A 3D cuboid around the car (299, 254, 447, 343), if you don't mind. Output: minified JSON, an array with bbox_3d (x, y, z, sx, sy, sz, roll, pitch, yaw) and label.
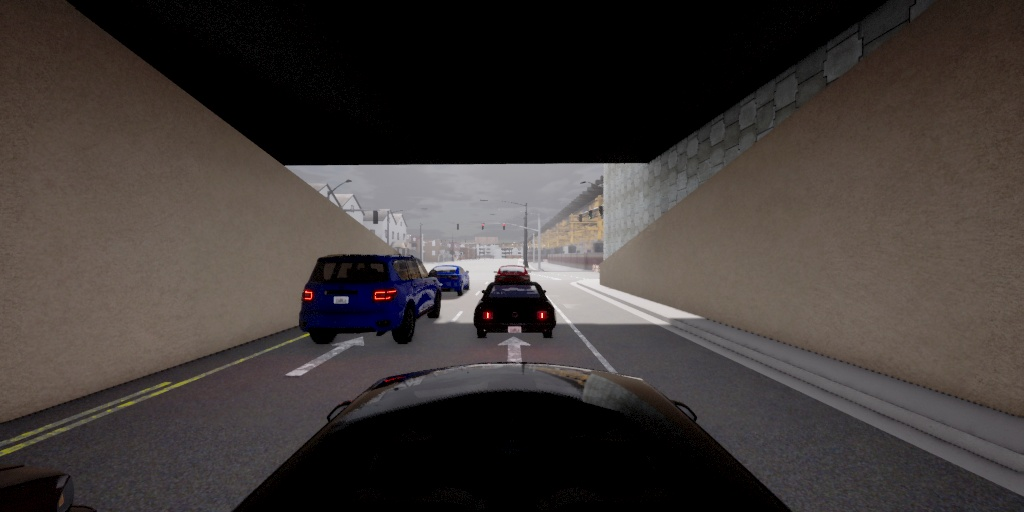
[{"bbox_3d":[-3.437,0.971,9.851,2.150,2.045,5.566,0,0,0],"label":"car"}]

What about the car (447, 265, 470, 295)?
[{"bbox_3d":[-3.485,1.228,19.788,1.882,1.535,5.008,0,0,0],"label":"car"}]

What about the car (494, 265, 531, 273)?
[{"bbox_3d":[0.016,1.228,19.537,1.882,1.535,5.008,0,0,0],"label":"car"}]

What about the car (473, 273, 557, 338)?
[{"bbox_3d":[0.058,1.351,10.200,1.895,1.301,4.718,0,0,0],"label":"car"}]
